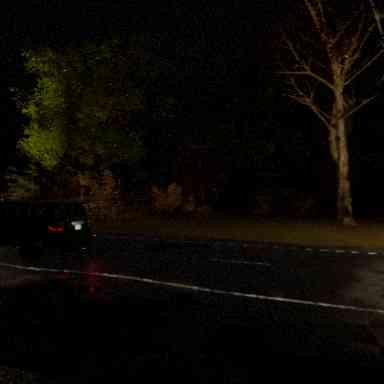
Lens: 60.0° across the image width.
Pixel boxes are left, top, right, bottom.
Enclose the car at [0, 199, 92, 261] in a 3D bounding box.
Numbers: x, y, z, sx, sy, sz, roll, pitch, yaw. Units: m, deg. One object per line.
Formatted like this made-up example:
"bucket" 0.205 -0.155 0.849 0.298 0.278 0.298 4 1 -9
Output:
"car" -6.482 1.283 12.697 5.566 2.045 2.150 1 -1 22
